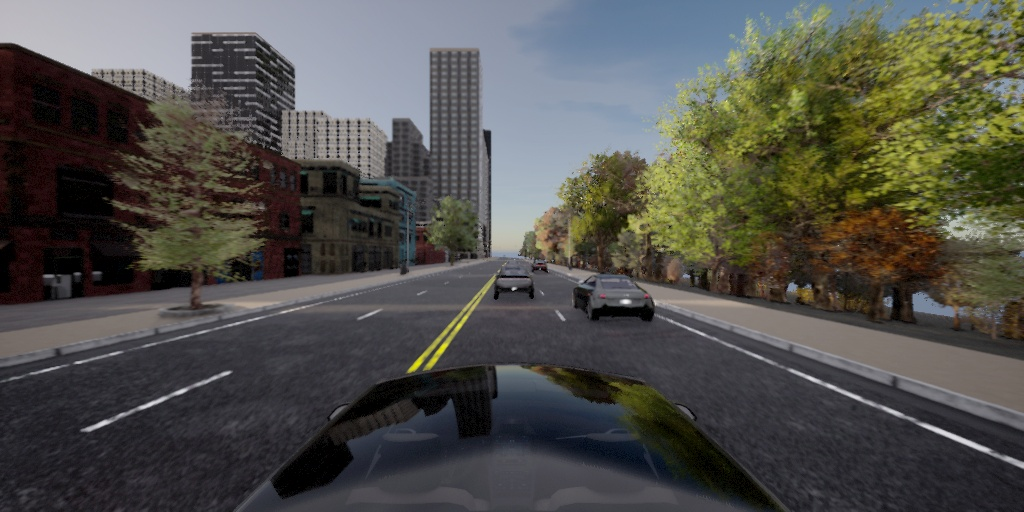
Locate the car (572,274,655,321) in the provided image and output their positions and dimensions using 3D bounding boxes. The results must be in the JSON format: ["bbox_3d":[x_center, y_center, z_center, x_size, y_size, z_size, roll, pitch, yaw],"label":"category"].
[{"bbox_3d":[3.347,1.318,12.555,1.994,1.385,4.181,0,0,0],"label":"car"}]

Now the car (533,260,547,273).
[{"bbox_3d":[3.337,1.262,44.842,1.837,1.490,4.892,0,0,0],"label":"car"}]

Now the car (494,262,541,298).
[{"bbox_3d":[0.094,1.246,18.359,2.128,1.511,4.902,0,0,0],"label":"car"}]
